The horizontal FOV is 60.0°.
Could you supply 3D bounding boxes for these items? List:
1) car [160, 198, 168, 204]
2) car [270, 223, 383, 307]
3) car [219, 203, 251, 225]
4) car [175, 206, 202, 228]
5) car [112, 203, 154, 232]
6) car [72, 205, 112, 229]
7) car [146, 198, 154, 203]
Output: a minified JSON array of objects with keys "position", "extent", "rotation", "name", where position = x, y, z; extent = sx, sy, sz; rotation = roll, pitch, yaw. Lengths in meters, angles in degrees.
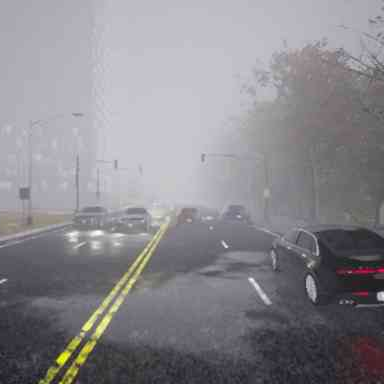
[{"position":[-7.061,2.239,82.997],"extent":[1.812,1.442,4.674],"rotation":[0,-1,-5],"name":"car"},{"position":[3.270,1.520,8.159],"extent":[1.837,1.490,4.892],"rotation":[-4,1,-1],"name":"car"},{"position":[3.060,1.555,24.279],"extent":[1.812,1.442,4.674],"rotation":[2,-3,-1],"name":"car"},{"position":[-0.251,1.725,24.131],"extent":[1.812,1.442,4.674],"rotation":[0,0,-2],"name":"car"},{"position":[-3.627,1.706,21.690],"extent":[1.812,1.442,4.674],"rotation":[0,-1,-1],"name":"car"},{"position":[-6.914,1.704,23.535],"extent":[1.837,1.490,4.892],"rotation":[0,-1,-1],"name":"car"},{"position":[-10.296,2.254,82.681],"extent":[2.033,1.411,5.357],"rotation":[0,-1,-5],"name":"car"}]
